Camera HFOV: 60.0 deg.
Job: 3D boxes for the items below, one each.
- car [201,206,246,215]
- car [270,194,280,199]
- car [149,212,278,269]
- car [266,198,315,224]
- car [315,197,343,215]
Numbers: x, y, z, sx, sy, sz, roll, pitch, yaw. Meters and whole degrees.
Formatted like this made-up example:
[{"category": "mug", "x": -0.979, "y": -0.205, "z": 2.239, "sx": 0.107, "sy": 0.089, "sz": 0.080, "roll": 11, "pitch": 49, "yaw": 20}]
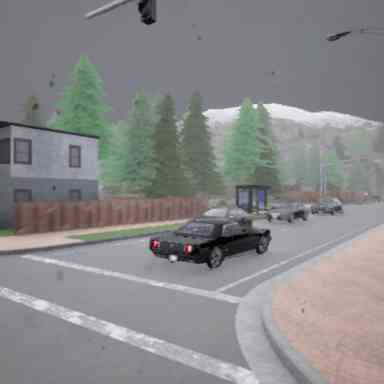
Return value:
[{"category": "car", "x": 1.569, "y": 1.508, "z": 17.579, "sx": 1.812, "sy": 1.442, "sz": 4.674, "roll": 0, "pitch": 0, "yaw": 37}, {"category": "car", "x": 18.056, "y": 1.120, "z": 74.448, "sx": 1.932, "sy": 1.855, "sz": 4.605, "roll": 0, "pitch": 0, "yaw": 36}, {"category": "car", "x": 0.875, "y": 1.584, "z": 11.191, "sx": 1.895, "sy": 1.301, "sz": 4.718, "roll": 0, "pitch": 0, "yaw": 39}, {"category": "car", "x": 7.219, "y": 1.468, "z": 24.995, "sx": 2.128, "sy": 1.511, "sz": 4.902, "roll": 0, "pitch": 0, "yaw": 38}, {"category": "car", "x": 13.454, "y": 1.323, "z": 33.111, "sx": 2.097, "sy": 1.767, "sz": 4.553, "roll": 0, "pitch": 0, "yaw": 38}]
